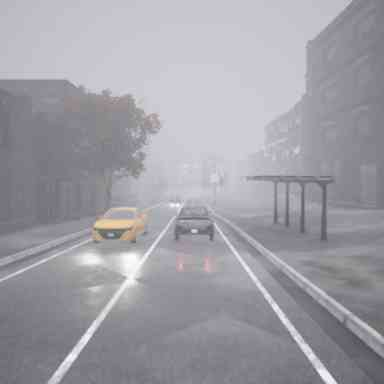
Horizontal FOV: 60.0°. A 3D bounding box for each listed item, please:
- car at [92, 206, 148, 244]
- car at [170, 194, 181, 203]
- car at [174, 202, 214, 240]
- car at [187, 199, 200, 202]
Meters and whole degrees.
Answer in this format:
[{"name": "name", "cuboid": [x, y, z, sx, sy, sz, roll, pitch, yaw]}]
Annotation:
[{"name": "car", "cuboid": [-3.286, 1.478, 16.015, 1.882, 1.535, 5.008, 0, 0, 0]}, {"name": "car", "cuboid": [-2.882, 1.110, 58.473, 2.128, 1.511, 4.902, 0, 1, 1]}, {"name": "car", "cuboid": [0.106, 1.491, 16.912, 2.128, 1.511, 4.902, 0, 0, 0]}, {"name": "car", "cuboid": [0.144, 1.442, 36.110, 2.033, 1.411, 5.357, 0, 1, 0]}]
